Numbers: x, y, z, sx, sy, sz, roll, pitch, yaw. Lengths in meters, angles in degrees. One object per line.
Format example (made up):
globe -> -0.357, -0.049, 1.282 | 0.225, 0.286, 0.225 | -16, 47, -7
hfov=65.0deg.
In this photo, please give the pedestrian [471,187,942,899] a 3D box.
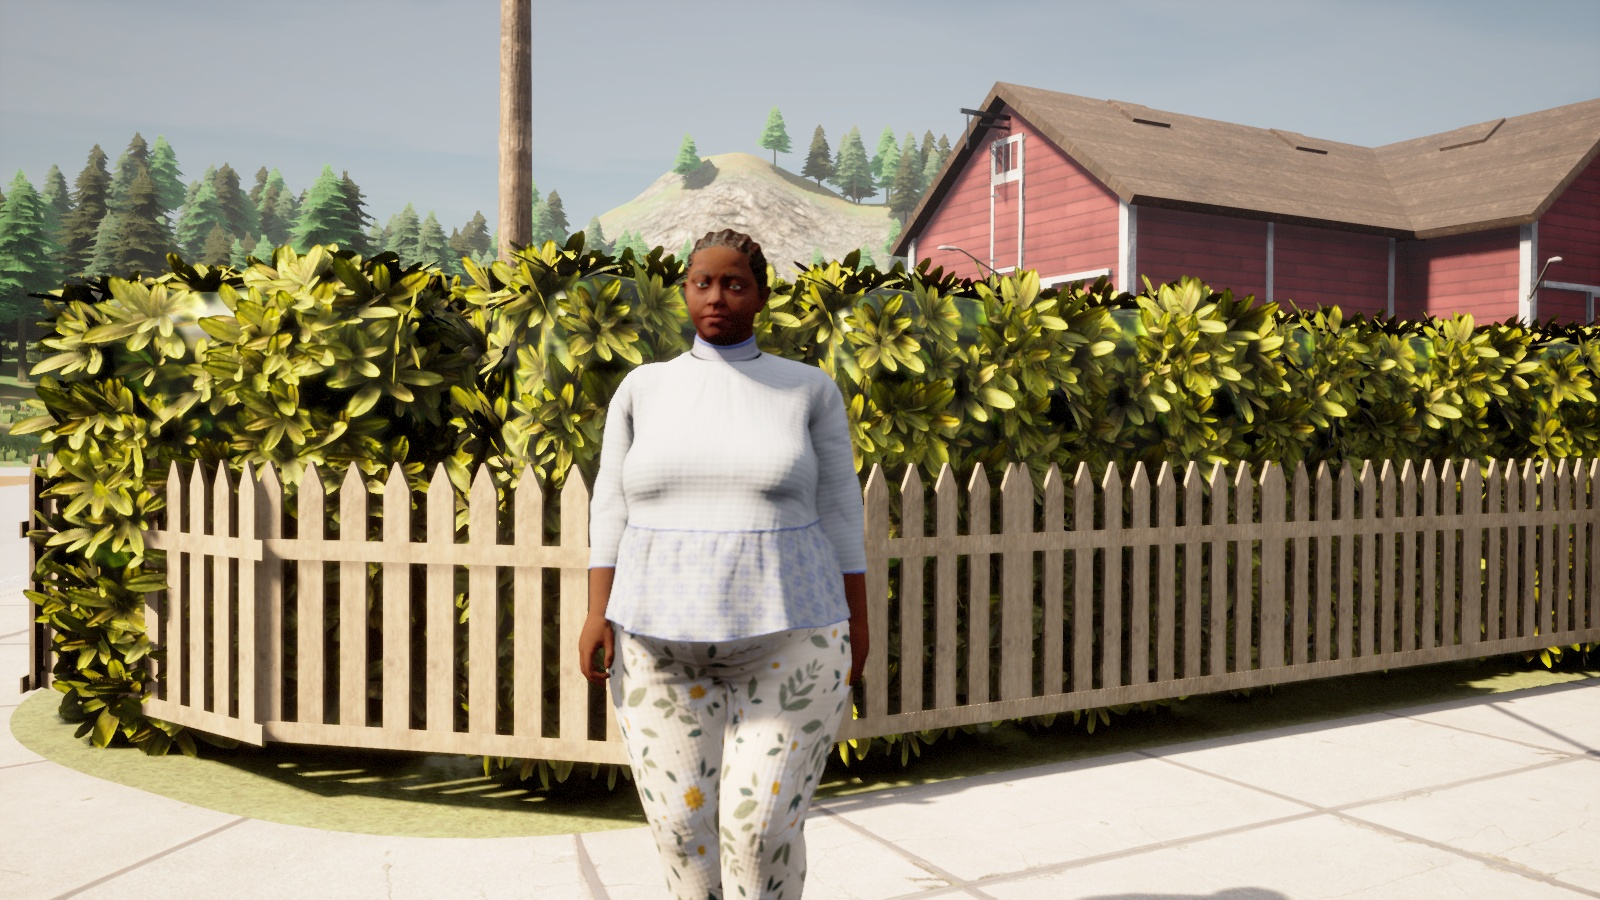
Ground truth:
pedestrian -> -0.146, 0.423, 2.933 | 0.874, 1.855, 0.900 | -1, 1, 10
